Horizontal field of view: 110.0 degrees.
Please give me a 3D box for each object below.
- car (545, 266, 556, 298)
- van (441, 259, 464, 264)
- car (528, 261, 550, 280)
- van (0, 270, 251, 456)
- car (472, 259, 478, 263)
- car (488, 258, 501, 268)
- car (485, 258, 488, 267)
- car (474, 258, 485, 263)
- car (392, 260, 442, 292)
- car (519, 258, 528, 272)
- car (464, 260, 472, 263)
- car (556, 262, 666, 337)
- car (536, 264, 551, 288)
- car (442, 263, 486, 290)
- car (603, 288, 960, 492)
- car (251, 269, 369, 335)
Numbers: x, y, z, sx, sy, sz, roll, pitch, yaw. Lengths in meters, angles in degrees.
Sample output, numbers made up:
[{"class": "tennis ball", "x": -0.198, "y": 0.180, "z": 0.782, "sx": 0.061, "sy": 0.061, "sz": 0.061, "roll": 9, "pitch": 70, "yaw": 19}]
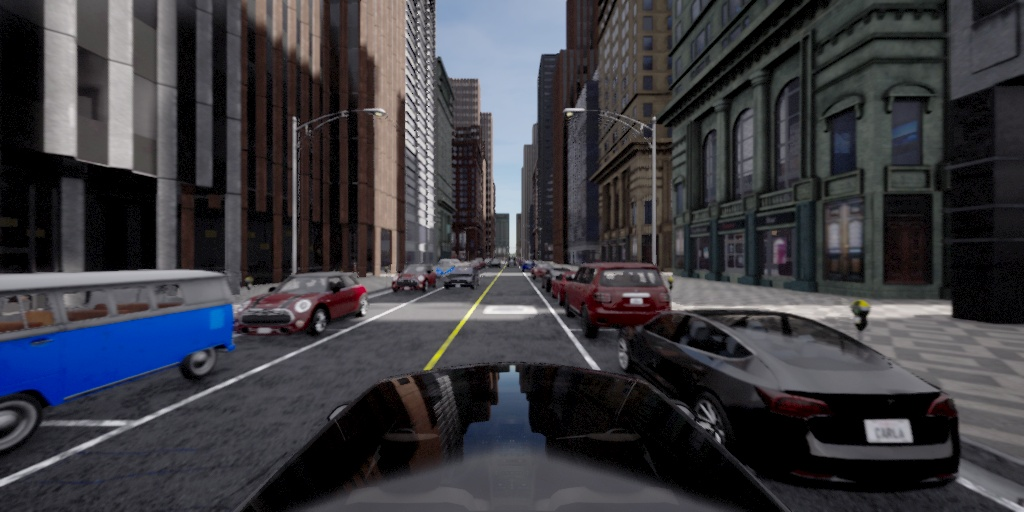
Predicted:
[{"class": "car", "x": 2.763, "y": 1.335, "z": 15.978, "sx": 1.888, "sy": 1.381, "sz": 4.507, "roll": 0, "pitch": 0, "yaw": 0}, {"class": "van", "x": -5.762, "y": 1.180, "z": 32.879, "sx": 1.690, "sy": 1.789, "sz": 3.998, "roll": 0, "pitch": 0, "yaw": 0}, {"class": "car", "x": 2.763, "y": 1.279, "z": 32.886, "sx": 1.967, "sy": 1.591, "sz": 4.097, "roll": 0, "pitch": 0, "yaw": 0}, {"class": "van", "x": -5.762, "y": 1.099, "z": 4.696, "sx": 1.690, "sy": 1.789, "sz": 3.998, "roll": 0, "pitch": 0, "yaw": 0}, {"class": "car", "x": -5.762, "y": 1.424, "z": 44.152, "sx": 2.007, "sy": 1.370, "sz": 4.403, "roll": 0, "pitch": 0, "yaw": 0}, {"class": "car", "x": -3.029, "y": 1.293, "z": 63.893, "sx": 2.097, "sy": 1.767, "sz": 4.553, "roll": 0, "pitch": 0, "yaw": 1}, {"class": "car", "x": -5.761, "y": 1.244, "z": 61.062, "sx": 2.192, "sy": 1.841, "sz": 5.009, "roll": 0, "pitch": 0, "yaw": 0}, {"class": "car", "x": -5.762, "y": 1.350, "z": 55.425, "sx": 1.967, "sy": 1.591, "sz": 4.097, "roll": 0, "pitch": 0, "yaw": 0}, {"class": "car", "x": -5.762, "y": 1.247, "z": 21.606, "sx": 1.967, "sy": 1.591, "sz": 4.097, "roll": 0, "pitch": 0, "yaw": 0}, {"class": "car", "x": 2.361, "y": 1.369, "z": 49.768, "sx": 1.882, "sy": 1.535, "sz": 5.008, "roll": 0, "pitch": 0, "yaw": 0}, {"class": "car", "x": -5.762, "y": 1.381, "z": 38.346, "sx": 1.751, "sy": 1.417, "sz": 4.829, "roll": 0, "pitch": 0, "yaw": 0}, {"class": "car", "x": 2.763, "y": 1.089, "z": 10.342, "sx": 2.192, "sy": 1.841, "sz": 5.009, "roll": 0, "pitch": 0, "yaw": 0}, {"class": "car", "x": 2.763, "y": 1.372, "z": 21.614, "sx": 1.948, "sy": 1.339, "sz": 4.313, "roll": 0, "pitch": 0, "yaw": 0}, {"class": "car", "x": -3.100, "y": 1.359, "z": 23.261, "sx": 2.033, "sy": 1.411, "sz": 5.357, "roll": 0, "pitch": 0, "yaw": 0}, {"class": "car", "x": 2.763, "y": 1.324, "z": 4.705, "sx": 1.948, "sy": 1.339, "sz": 4.313, "roll": 0, "pitch": 0, "yaw": 0}, {"class": "car", "x": -5.762, "y": 1.214, "z": 10.333, "sx": 1.967, "sy": 1.591, "sz": 4.097, "roll": 0, "pitch": 0, "yaw": 0}]
